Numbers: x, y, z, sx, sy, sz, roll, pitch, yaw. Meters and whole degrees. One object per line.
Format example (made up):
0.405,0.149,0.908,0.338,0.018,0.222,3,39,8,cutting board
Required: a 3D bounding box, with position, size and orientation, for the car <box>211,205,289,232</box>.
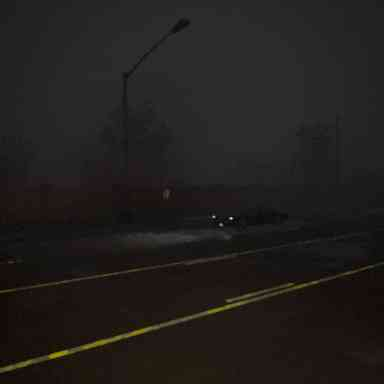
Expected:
3.389,1.435,19.292,4.718,1.301,1.895,-1,1,-35,car
